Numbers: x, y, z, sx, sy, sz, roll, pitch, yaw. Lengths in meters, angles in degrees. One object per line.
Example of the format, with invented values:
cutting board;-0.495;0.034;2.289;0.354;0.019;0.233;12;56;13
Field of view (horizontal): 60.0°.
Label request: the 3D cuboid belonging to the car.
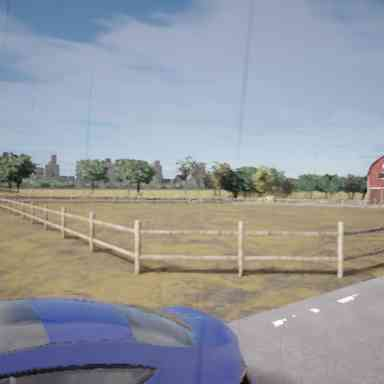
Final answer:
car;-1.612;1.526;1.923;4.674;1.442;1.812;0;0;-36
